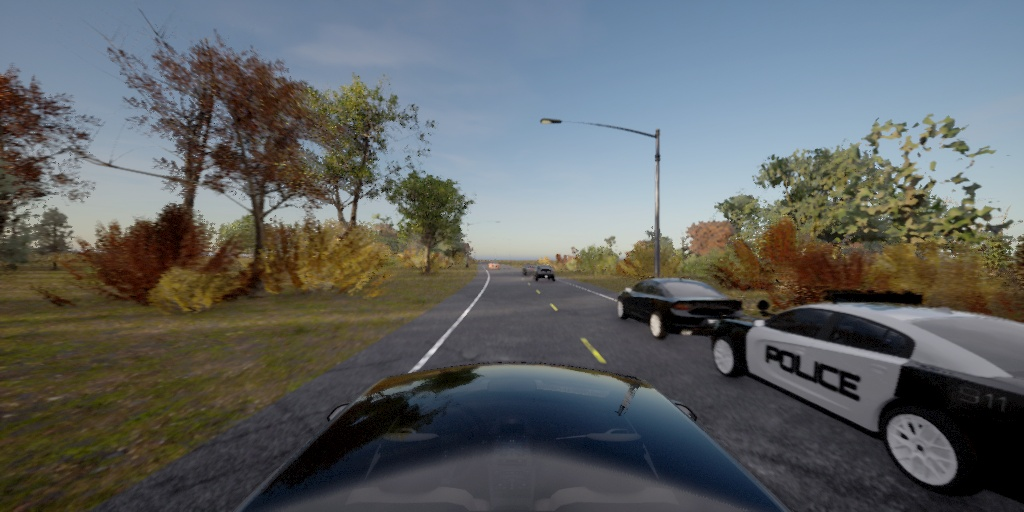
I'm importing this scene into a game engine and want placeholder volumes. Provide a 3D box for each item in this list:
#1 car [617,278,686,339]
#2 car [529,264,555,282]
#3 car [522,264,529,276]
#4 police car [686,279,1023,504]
[{"bbox_3d":[4.602,1.379,10.646,1.882,1.535,5.008,0,-1,0],"label":"car"},{"bbox_3d":[3.012,1.657,34.931,1.837,1.490,4.892,1,-1,-2],"label":"car"},{"bbox_3d":[2.367,1.759,46.157,2.128,1.511,4.902,1,-1,-4],"label":"car"},{"bbox_3d":[4.568,1.262,4.723,1.930,1.638,5.238,1,-1,1],"label":"police car"}]
